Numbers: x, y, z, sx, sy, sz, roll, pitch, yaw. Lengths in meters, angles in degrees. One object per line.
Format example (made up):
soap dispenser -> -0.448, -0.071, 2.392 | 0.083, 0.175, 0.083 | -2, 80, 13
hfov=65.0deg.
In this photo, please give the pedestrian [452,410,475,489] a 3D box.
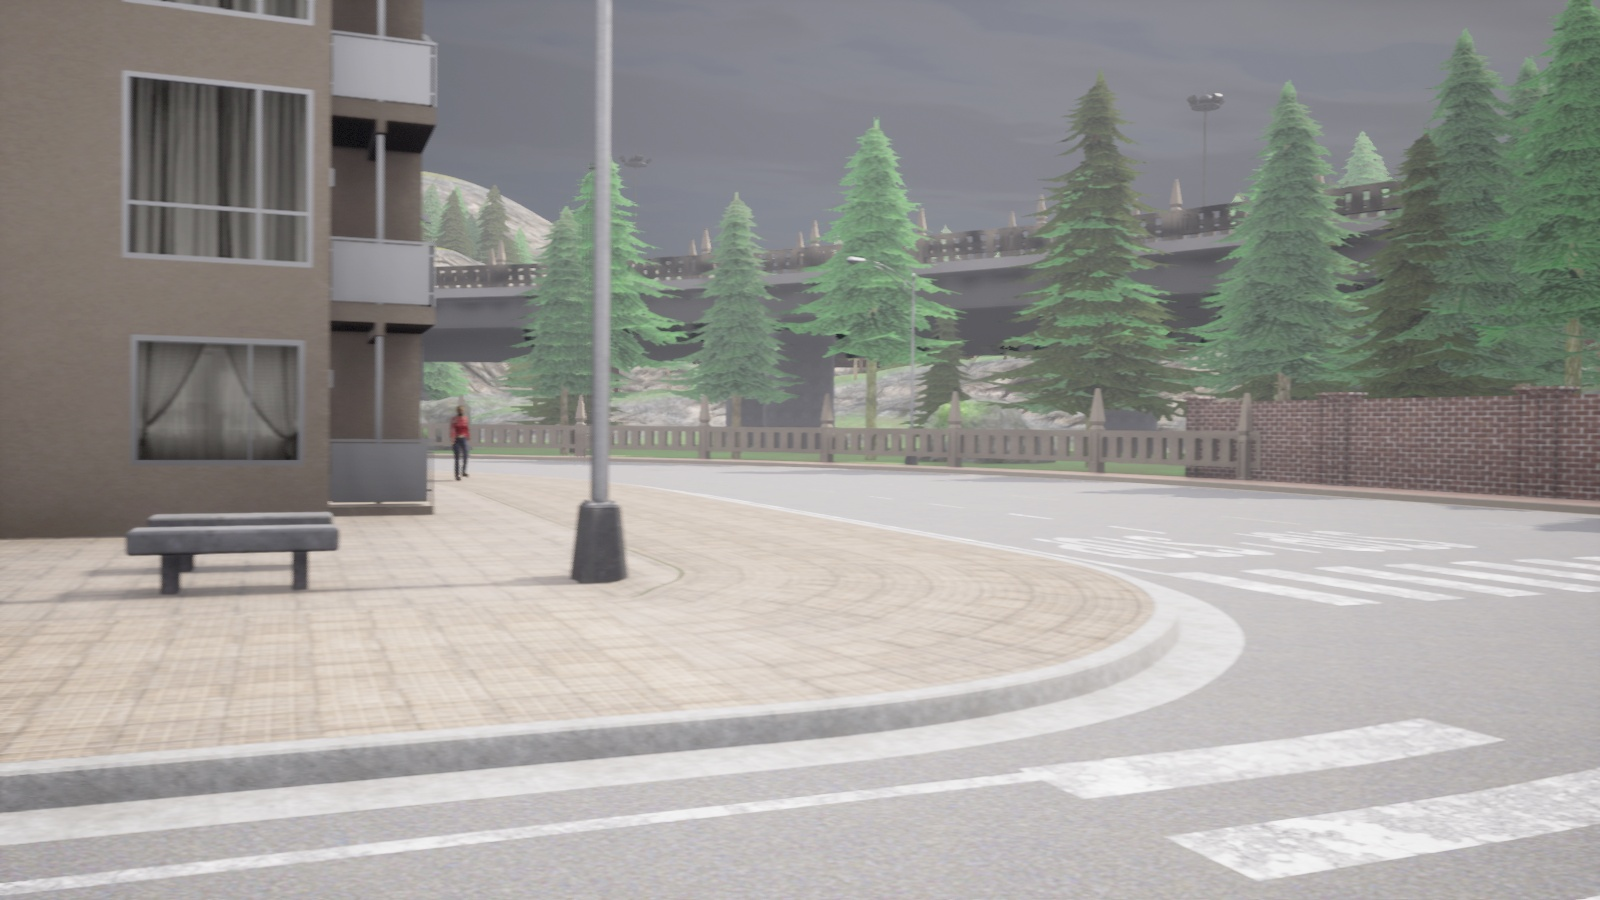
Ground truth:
pedestrian -> -8.003, -0.011, 29.866 | 0.331, 1.846, 0.636 | -1, 1, -33
